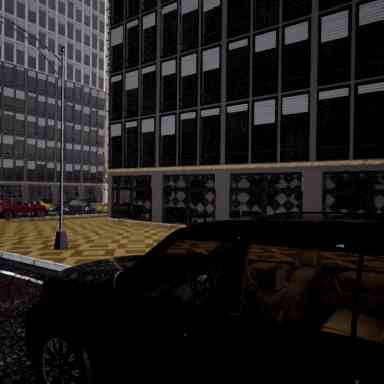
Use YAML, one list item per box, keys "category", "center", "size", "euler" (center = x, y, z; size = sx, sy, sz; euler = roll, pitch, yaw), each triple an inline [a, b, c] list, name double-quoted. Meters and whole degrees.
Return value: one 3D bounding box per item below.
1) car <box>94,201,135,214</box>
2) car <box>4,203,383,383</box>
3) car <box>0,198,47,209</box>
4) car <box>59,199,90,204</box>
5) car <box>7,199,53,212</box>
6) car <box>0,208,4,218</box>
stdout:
- category: "car"
  center: [-9.301, 1.829, 40.239]
  size: [1.752, 1.417, 4.829]
  euler: [1, 0, 37]
- category: "car"
  center: [0.699, 1.221, 3.184]
  size: [5.566, 2.045, 2.150]
  euler: [0, 0, 36]
- category: "car"
  center: [-16.126, 1.518, 31.048]
  size: [2.192, 1.841, 5.009]
  euler: [1, 0, 37]
- category: "car"
  center: [-15.132, 1.699, 42.084]
  size: [1.837, 1.490, 4.892]
  euler: [1, 0, 37]
- category: "car"
  center: [-19.596, 1.642, 40.433]
  size: [1.752, 1.417, 4.829]
  euler: [1, 0, 37]
- category: "car"
  center: [-7.283, 1.347, 8.905]
  size: [4.553, 1.767, 2.097]
  euler: [0, 0, 36]
